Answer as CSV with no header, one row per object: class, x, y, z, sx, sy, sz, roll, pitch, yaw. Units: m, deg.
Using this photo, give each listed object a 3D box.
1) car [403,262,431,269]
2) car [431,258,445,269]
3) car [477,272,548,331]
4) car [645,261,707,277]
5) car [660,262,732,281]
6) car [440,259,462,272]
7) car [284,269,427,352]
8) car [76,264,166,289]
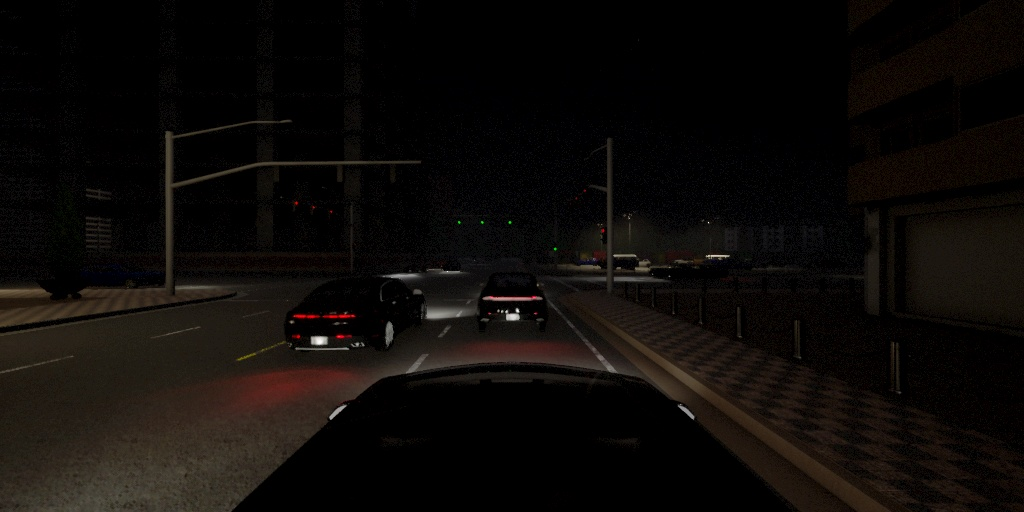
car,-11.342,1.356,42.152,1.895,1.301,4.718,0,0,0
car,-11.404,1.107,56.284,2.097,1.767,4.553,0,0,0
car,0.000,1.244,11.012,2.128,1.511,4.902,0,0,0
car,15.543,1.410,33.996,4.718,1.301,1.895,0,0,0
car,15.583,1.409,30.496,4.718,1.301,1.895,0,0,0
car,-7.726,1.374,46.879,1.994,1.385,4.181,0,1,-1
car,-3.484,1.257,8.879,1.837,1.490,4.892,0,0,0
car,-25.198,1.286,23.043,5.008,1.535,1.882,0,0,0
